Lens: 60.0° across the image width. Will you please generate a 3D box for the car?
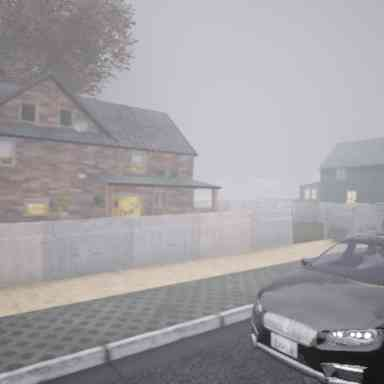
[{"bbox_3d":[3.049,1.490,5.245,4.902,1.511,2.128,0,0,-36],"label":"car"}]
